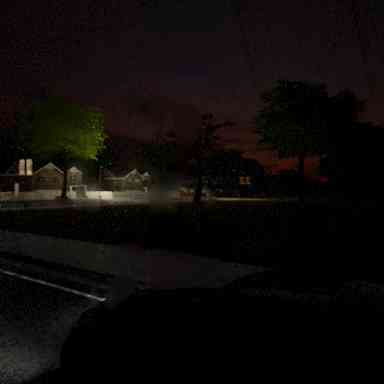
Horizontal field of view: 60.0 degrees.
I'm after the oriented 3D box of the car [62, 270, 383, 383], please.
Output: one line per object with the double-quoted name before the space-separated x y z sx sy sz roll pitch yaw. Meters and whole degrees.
"car" 0.738 1.522 3.156 4.674 1.442 1.812 0 0 36
